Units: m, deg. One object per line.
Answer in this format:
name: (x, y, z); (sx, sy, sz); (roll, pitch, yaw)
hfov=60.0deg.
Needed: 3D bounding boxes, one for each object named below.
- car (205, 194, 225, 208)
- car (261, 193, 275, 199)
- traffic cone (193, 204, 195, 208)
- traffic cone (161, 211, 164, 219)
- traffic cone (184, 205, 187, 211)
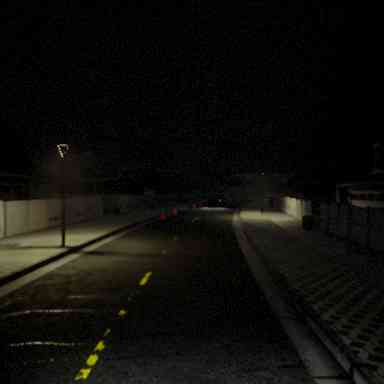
car: (2.976, 1.028, 42.321); (2.097, 1.767, 4.553); (0, 0, 12)
car: (18.665, 0.918, 81.536); (1.882, 1.535, 5.008); (0, 0, 37)
traffic cone: (0.214, 1.648, 40.037); (0.340, 0.580, 0.340); (0, 0, 11)
traffic cone: (-2.211, 1.753, 25.058); (0.340, 0.580, 0.340); (0, 0, 7)
traffic cone: (-0.713, 1.682, 35.064); (0.340, 0.580, 0.340); (0, 0, 10)
